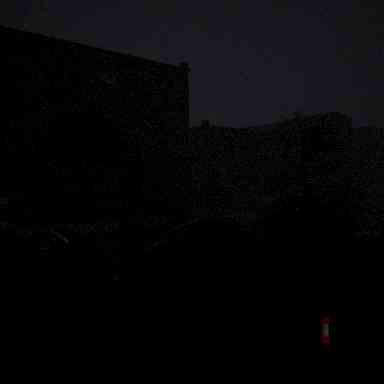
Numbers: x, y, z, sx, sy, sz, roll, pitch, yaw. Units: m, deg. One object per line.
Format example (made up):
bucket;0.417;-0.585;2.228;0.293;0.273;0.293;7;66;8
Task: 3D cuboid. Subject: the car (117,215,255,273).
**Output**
car;-0.036;1.495;10.704;4.792;1.488;2.163;2;-1;-37

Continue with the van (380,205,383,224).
van;13.256;1.341;20.422;4.442;1.987;1.878;2;-1;-38

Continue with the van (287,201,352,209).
van;5.257;1.280;14.501;4.442;1.987;1.878;2;-1;-38

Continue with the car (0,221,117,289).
car;-4.515;1.430;7.494;4.892;1.521;2.231;2;-1;-37
